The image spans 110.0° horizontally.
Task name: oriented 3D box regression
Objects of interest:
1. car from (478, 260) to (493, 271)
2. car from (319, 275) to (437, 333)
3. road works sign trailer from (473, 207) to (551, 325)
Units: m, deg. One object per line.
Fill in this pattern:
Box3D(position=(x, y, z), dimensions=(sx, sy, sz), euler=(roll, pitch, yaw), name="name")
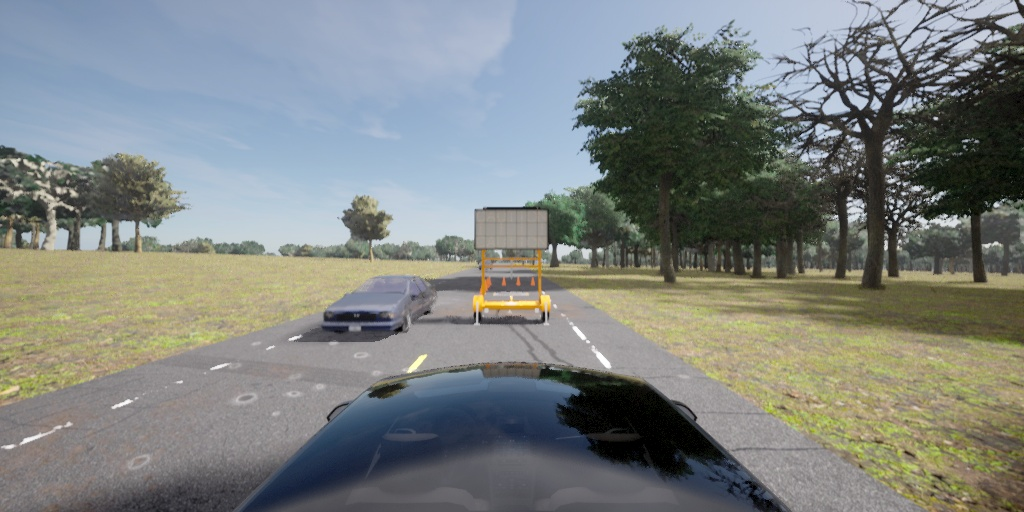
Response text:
Box3D(position=(-3.948, 1.415, 53.577), dimensions=(1.837, 1.490, 4.892), euler=(0, -1, -1), name="car")
Box3D(position=(-3.616, 1.291, 10.934), dimensions=(2.033, 1.411, 5.357), euler=(0, 0, 0), name="car")
Box3D(position=(-0.015, 0.208, 11.716), dimensions=(2.380, 3.560, 2.880), euler=(0, 0, 0), name="road works sign trailer")
